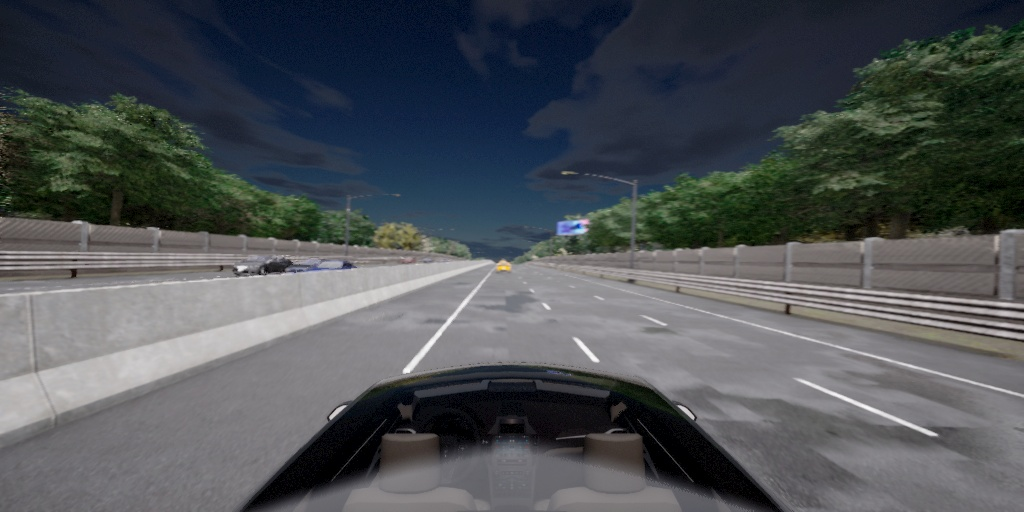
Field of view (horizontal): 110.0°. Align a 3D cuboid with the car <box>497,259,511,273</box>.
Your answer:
[{"bbox_3d":[-1.160,1.576,51.455,1.882,1.535,5.008,2,-1,-1],"label":"car"}]

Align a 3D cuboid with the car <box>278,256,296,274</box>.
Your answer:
[{"bbox_3d":[-14.632,0.894,26.912,2.033,1.411,5.357,2,0,-1],"label":"car"}]

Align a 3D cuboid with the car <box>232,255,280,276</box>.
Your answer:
[{"bbox_3d":[-18.114,0.694,26.364,2.128,1.511,4.902,2,-1,-1],"label":"car"}]

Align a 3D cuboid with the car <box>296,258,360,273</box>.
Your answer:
[{"bbox_3d":[-11.024,0.984,22.325,1.812,1.442,4.674,2,0,-1],"label":"car"}]
